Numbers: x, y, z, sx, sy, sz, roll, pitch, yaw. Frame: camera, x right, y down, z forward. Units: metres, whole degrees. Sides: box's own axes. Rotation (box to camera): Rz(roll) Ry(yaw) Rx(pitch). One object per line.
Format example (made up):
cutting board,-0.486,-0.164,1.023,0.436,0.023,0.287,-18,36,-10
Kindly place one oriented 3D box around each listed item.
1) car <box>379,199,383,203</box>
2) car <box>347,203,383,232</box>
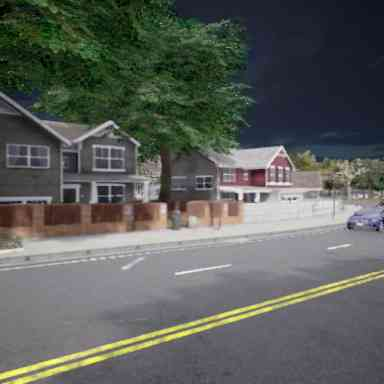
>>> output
car,32.958,1.858,55.911,2.033,1.411,5.357,0,0,17
car,11.489,1.647,21.072,4.674,1.442,1.812,0,0,-44
